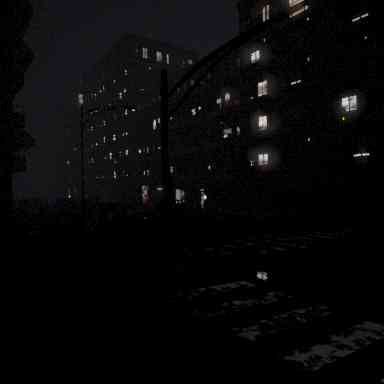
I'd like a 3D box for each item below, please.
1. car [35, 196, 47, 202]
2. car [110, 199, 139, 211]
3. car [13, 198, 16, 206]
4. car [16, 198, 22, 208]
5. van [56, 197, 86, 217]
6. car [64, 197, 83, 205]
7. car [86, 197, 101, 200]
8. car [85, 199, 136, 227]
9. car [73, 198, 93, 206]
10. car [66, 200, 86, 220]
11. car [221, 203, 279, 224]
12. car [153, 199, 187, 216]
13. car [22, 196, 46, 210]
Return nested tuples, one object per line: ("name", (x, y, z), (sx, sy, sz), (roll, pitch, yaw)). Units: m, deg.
("car", (-37.659, 1.728, 82.835), (1.887, 1.381, 4.507), (-1, 1, -36))
("car", (-8.679, 1.581, 42.325), (2.008, 1.369, 4.403), (-1, 1, -36))
("car", (-31.594, 1.782, 59.956), (1.887, 1.381, 4.507), (-1, 1, -36))
("car", (-25.154, 1.769, 50.953), (1.947, 1.339, 4.313), (-1, 1, -36))
("van", (-12.277, 1.483, 32.947), (1.690, 1.788, 3.998), (-1, 1, -36))
("car", (-21.559, 1.645, 60.329), (2.008, 1.369, 4.403), (-1, 1, -36))
("car", (-15.121, 1.502, 51.326), (1.967, 1.590, 4.097), (-1, 1, -36))
("car", (-5.836, 1.553, 23.947), (1.967, 1.590, 4.097), (-1, 1, -36))
("car", (-18.339, 1.643, 55.828), (1.947, 1.339, 4.313), (-1, 1, -36))
("car", (-8.956, 1.652, 28.310), (1.752, 1.417, 4.829), (-1, 1, -36))
("car", (4.102, 1.498, 24.459), (1.752, 1.417, 4.829), (-1, 1, -36))
("car", (-2.240, 1.441, 33.322), (1.967, 1.590, 4.097), (-1, 1, -36))
("car", (-21.936, 1.628, 46.451), (1.967, 1.590, 4.097), (-1, 1, -36))
